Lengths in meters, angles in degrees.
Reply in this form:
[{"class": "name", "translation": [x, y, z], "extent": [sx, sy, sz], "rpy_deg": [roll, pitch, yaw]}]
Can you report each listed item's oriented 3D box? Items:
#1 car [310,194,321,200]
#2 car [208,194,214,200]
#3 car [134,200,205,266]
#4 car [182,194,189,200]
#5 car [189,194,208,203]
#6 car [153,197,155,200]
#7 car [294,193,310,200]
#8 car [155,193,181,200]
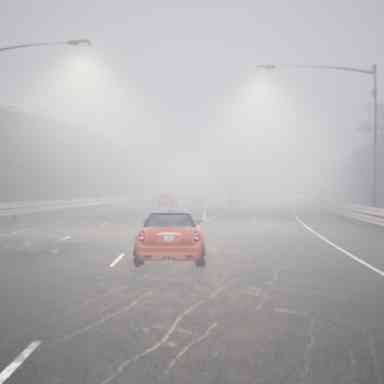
[{"class": "car", "translation": [32.186, 1.457, 87.012], "extent": [2.128, 1.511, 4.902], "rpy_deg": [0, 0, 31]}, {"class": "car", "translation": [4.684, 1.460, 87.681], "extent": [1.895, 1.301, 4.718], "rpy_deg": [0, 0, 9]}, {"class": "car", "translation": [-0.690, 1.344, 11.662], "extent": [2.097, 1.767, 4.553], "rpy_deg": [0, 0, -1]}, {"class": "car", "translation": [-0.328, 1.400, 77.553], "extent": [2.128, 1.511, 4.902], "rpy_deg": [0, 0, 8]}, {"class": "car", "translation": [1.245, 1.271, 60.248], "extent": [2.097, 1.767, 4.553], "rpy_deg": [0, 0, 5]}, {"class": "car", "translation": [-5.778, 1.400, 59.920], "extent": [1.837, 1.490, 4.892], "rpy_deg": [0, 0, 6]}, {"class": "car", "translation": [28.783, 1.152, 88.148], "extent": [2.150, 2.045, 5.566], "rpy_deg": [0, 0, 31]}, {"class": "car", "translation": [-3.343, 1.151, 46.987], "extent": [2.150, 2.045, 5.566], "rpy_deg": [0, 0, 4]}]
